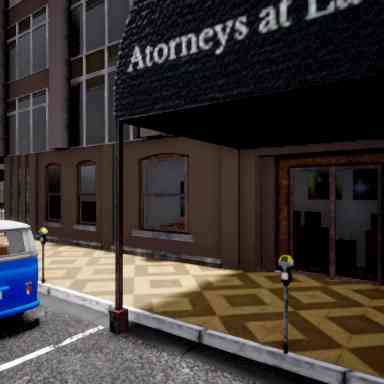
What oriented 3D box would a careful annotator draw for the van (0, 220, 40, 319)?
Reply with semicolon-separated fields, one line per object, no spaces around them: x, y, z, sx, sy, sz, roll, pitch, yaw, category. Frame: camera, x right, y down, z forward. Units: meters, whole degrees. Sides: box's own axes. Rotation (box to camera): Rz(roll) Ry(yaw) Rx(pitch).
-4.484;1.341;6.066;3.998;1.788;1.690;0;0;35;van
